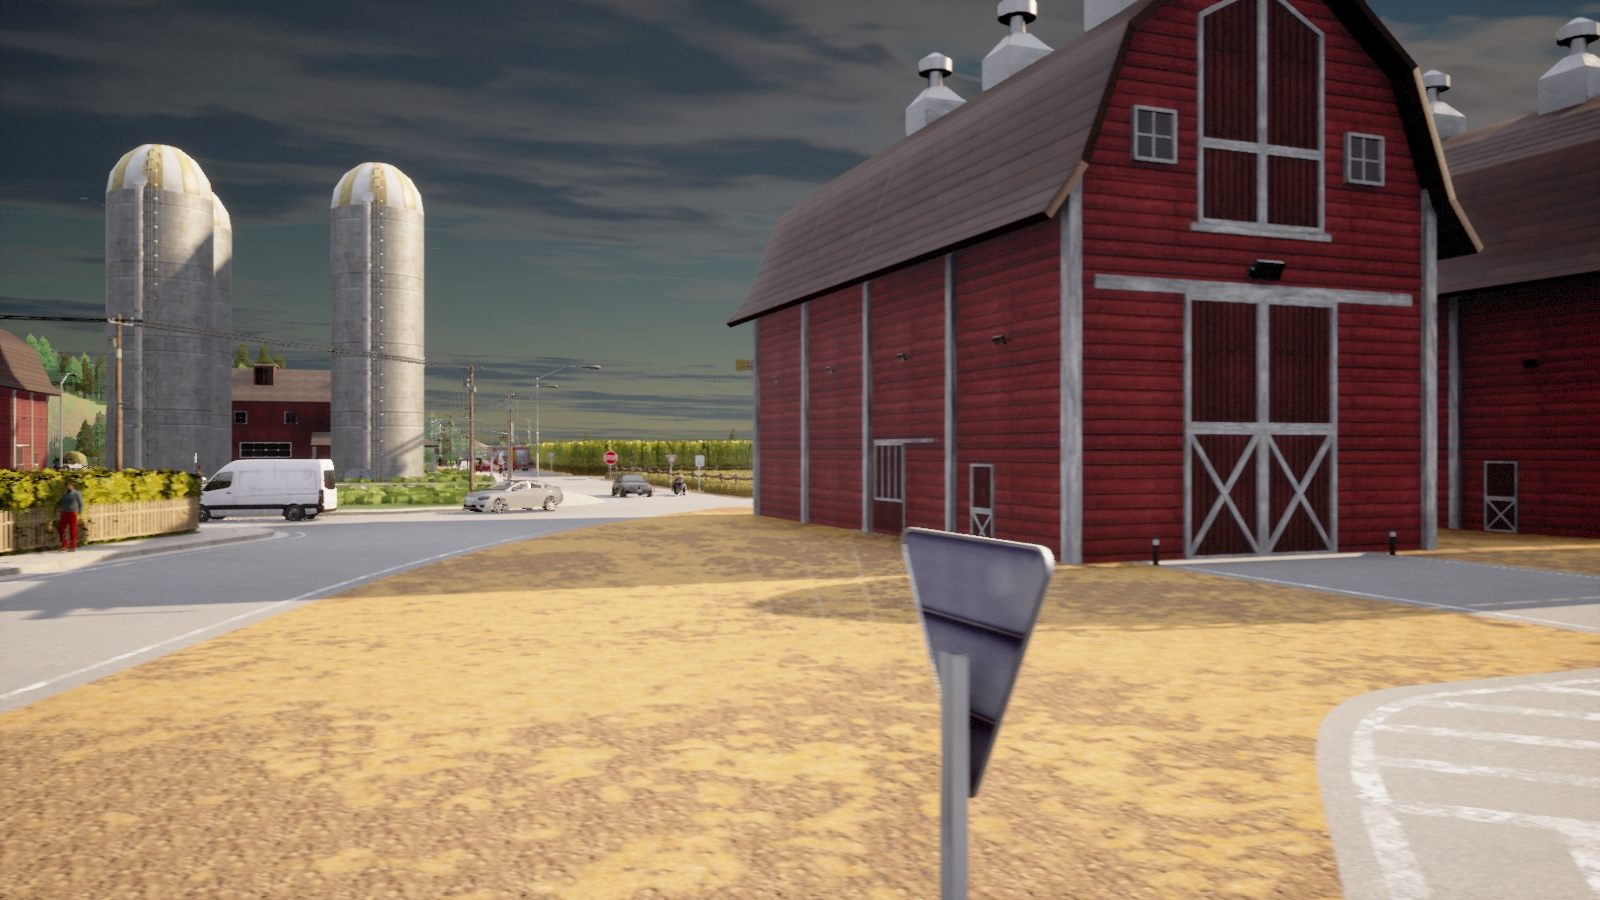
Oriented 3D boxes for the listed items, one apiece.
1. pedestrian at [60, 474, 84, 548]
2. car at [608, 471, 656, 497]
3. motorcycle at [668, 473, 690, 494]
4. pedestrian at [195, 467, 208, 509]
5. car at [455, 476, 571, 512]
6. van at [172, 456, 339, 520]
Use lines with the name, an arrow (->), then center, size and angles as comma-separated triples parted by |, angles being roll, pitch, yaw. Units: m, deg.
pedestrian -> -18.678, 1.556, 29.316 | 0.375, 1.860, 0.375 | 0, 0, 4
car -> -10.539, 2.082, 71.351 | 2.002, 1.442, 4.674 | 0, 0, -21
motorcycle -> -7.827, 2.156, 74.059 | 0.764, 1.307, 2.356 | 1, 0, -23
pedestrian -> -26.780, 1.696, 51.121 | 0.375, 1.860, 0.375 | 0, 0, 4
car -> -13.185, 1.987, 52.732 | 2.128, 1.511, 4.902 | 0, 0, 39
van -> -22.452, 1.532, 47.338 | 5.915, 2.561, 1.988 | 0, 0, -6
